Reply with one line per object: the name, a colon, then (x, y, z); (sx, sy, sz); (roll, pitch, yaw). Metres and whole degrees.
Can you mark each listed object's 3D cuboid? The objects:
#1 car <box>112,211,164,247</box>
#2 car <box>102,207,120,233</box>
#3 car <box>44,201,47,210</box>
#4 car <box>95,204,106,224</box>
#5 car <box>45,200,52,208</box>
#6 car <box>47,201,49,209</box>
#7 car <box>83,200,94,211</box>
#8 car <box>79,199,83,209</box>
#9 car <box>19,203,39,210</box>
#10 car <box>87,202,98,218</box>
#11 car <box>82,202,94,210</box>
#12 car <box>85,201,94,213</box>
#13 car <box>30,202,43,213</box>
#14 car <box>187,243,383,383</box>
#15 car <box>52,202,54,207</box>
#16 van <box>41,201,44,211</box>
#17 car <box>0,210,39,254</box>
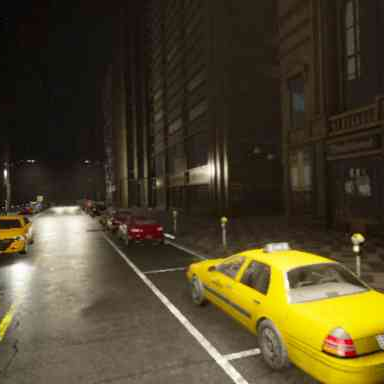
car: (-2.518, 1.769, 16.001); (1.802, 1.307, 4.206); (-2, 0, -20)
car: (-4.457, 1.863, 21.273); (1.802, 1.307, 4.206); (-2, 0, -20)
car: (-27.960, 2.820, 60.495); (1.887, 1.381, 4.507); (-2, 0, -20)
car: (-6.456, 1.905, 26.706); (1.752, 1.417, 4.829); (-2, 0, -20)
car: (-33.775, 3.152, 76.312); (1.802, 1.307, 4.206); (-2, 0, -20)
car: (-29.898, 2.940, 65.768); (1.947, 1.339, 4.313); (-2, 0, -20)
car: (-14.155, 2.206, 47.638); (1.967, 1.590, 4.097); (-2, 0, -20)
car: (-18.037, 2.276, 58.184); (2.192, 1.841, 5.009); (-2, 0, -20)
car: (-22.143, 2.565, 44.678); (1.802, 1.307, 4.206); (-2, 0, -20)
car: (-10.274, 2.137, 37.092); (1.947, 1.339, 4.313); (-2, 0, -20)
car: (-19.968, 2.625, 63.456); (1.947, 1.339, 4.313); (-2, 0, -20)
car: (-12.213, 2.214, 42.365); (1.887, 1.381, 4.507); (-2, 0, -20)
car: (-24.082, 2.646, 49.951); (1.947, 1.339, 4.313); (-2, 0, -20)
car: (1.300, 1.527, 5.615); (1.752, 1.417, 4.829); (-2, 0, -20)
car: (-35.722, 2.985, 81.586); (2.192, 1.841, 5.009); (-2, 0, -20)
van: (-26.028, 2.519, 55.225); (1.690, 1.788, 3.998); (-2, 0, -20)
car: (-8.233, 1.826, 14.843); (1.882, 1.535, 5.008); (-2, 0, -20)
